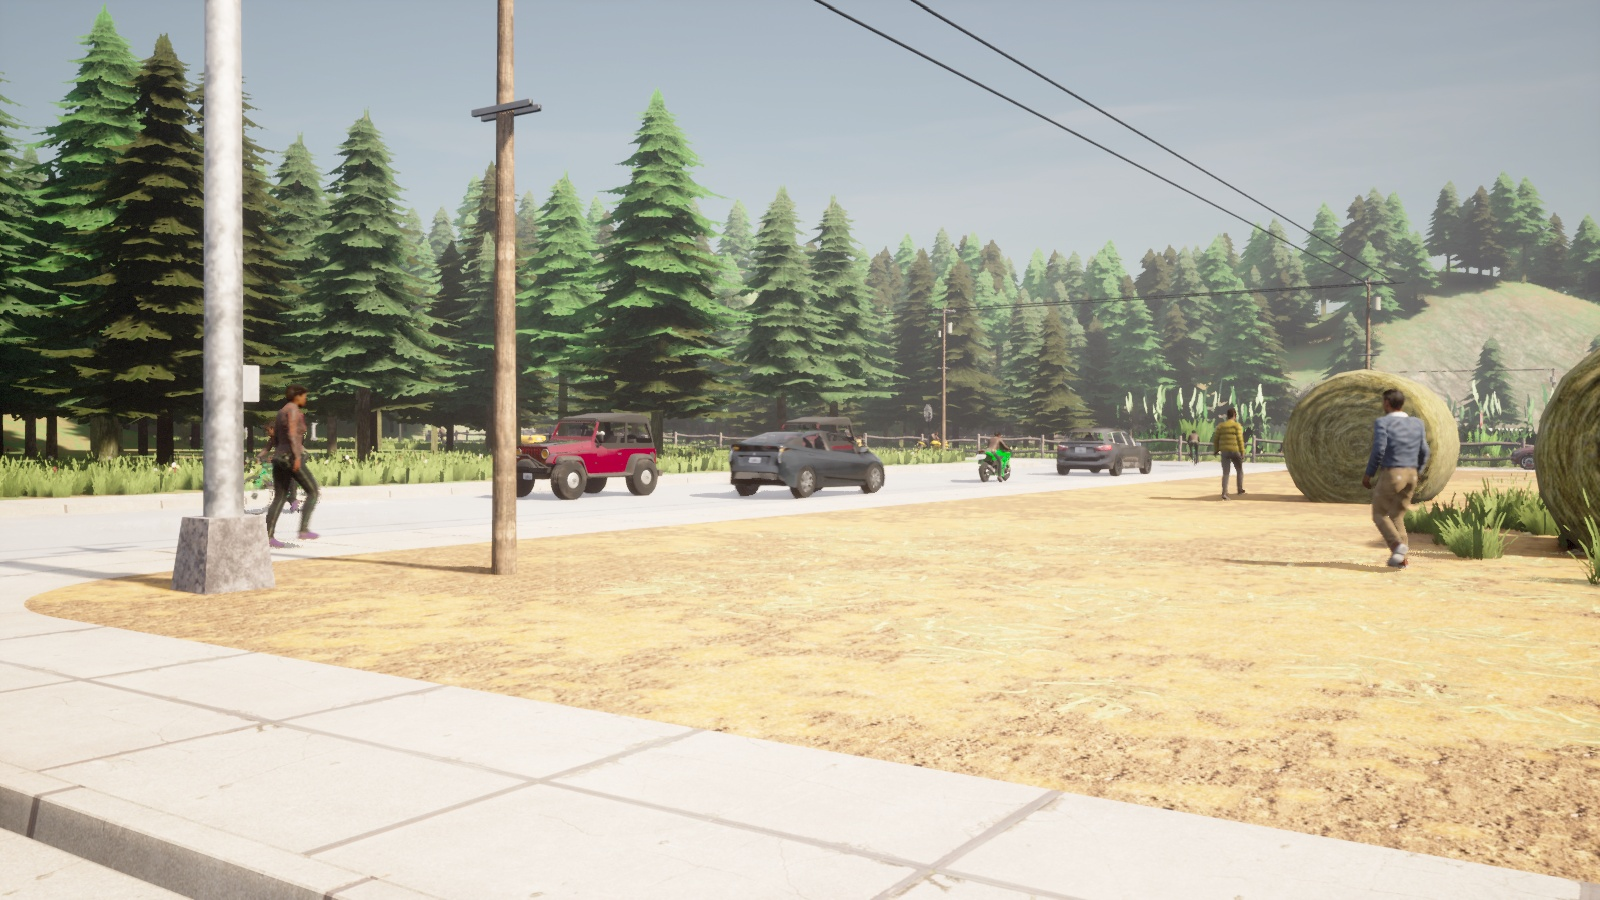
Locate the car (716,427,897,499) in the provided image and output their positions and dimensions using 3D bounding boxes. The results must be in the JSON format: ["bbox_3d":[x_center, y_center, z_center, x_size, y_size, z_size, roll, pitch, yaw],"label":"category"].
[{"bbox_3d":[0.236,0.250,29.308,2.007,1.525,4.514,0,1,35],"label":"car"}]

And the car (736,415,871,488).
[{"bbox_3d":[0.153,0.002,35.348,1.905,1.878,3.866,0,2,35],"label":"car"}]

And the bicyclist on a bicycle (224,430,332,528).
[{"bbox_3d":[-9.100,0.485,21.950,0.582,1.620,1.656,0,2,35],"label":"bicyclist on a bicycle"}]

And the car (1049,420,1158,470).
[{"bbox_3d":[10.847,-0.222,44.678,2.242,1.667,4.611,0,1,35],"label":"car"}]

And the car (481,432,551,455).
[{"bbox_3d":[-20.415,-0.478,90.159,5.366,1.575,1.801,0,1,36],"label":"car"}]

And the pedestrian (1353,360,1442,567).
[{"bbox_3d":[5.828,0.122,12.277,0.423,1.949,0.788,-1,1,-7],"label":"pedestrian"}]

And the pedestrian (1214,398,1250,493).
[{"bbox_3d":[8.494,-0.092,24.694,0.431,1.840,0.709,0,1,41],"label":"pedestrian"}]

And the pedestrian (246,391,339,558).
[{"bbox_3d":[-5.671,0.258,14.054,0.328,1.805,0.869,0,1,43],"label":"pedestrian"}]

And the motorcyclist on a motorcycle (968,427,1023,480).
[{"bbox_3d":[5.826,0.091,37.403,0.797,1.523,2.044,0,1,35],"label":"motorcyclist on a motorcycle"}]

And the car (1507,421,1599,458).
[{"bbox_3d":[31.698,-0.434,51.315,4.674,1.442,1.812,0,1,37],"label":"car"}]

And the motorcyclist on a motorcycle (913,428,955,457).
[{"bbox_3d":[7.023,-0.400,65.785,2.044,1.523,0.797,0,1,37],"label":"motorcyclist on a motorcycle"}]

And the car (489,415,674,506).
[{"bbox_3d":[-4.815,0.179,28.155,1.905,1.878,3.866,0,1,35],"label":"car"}]
